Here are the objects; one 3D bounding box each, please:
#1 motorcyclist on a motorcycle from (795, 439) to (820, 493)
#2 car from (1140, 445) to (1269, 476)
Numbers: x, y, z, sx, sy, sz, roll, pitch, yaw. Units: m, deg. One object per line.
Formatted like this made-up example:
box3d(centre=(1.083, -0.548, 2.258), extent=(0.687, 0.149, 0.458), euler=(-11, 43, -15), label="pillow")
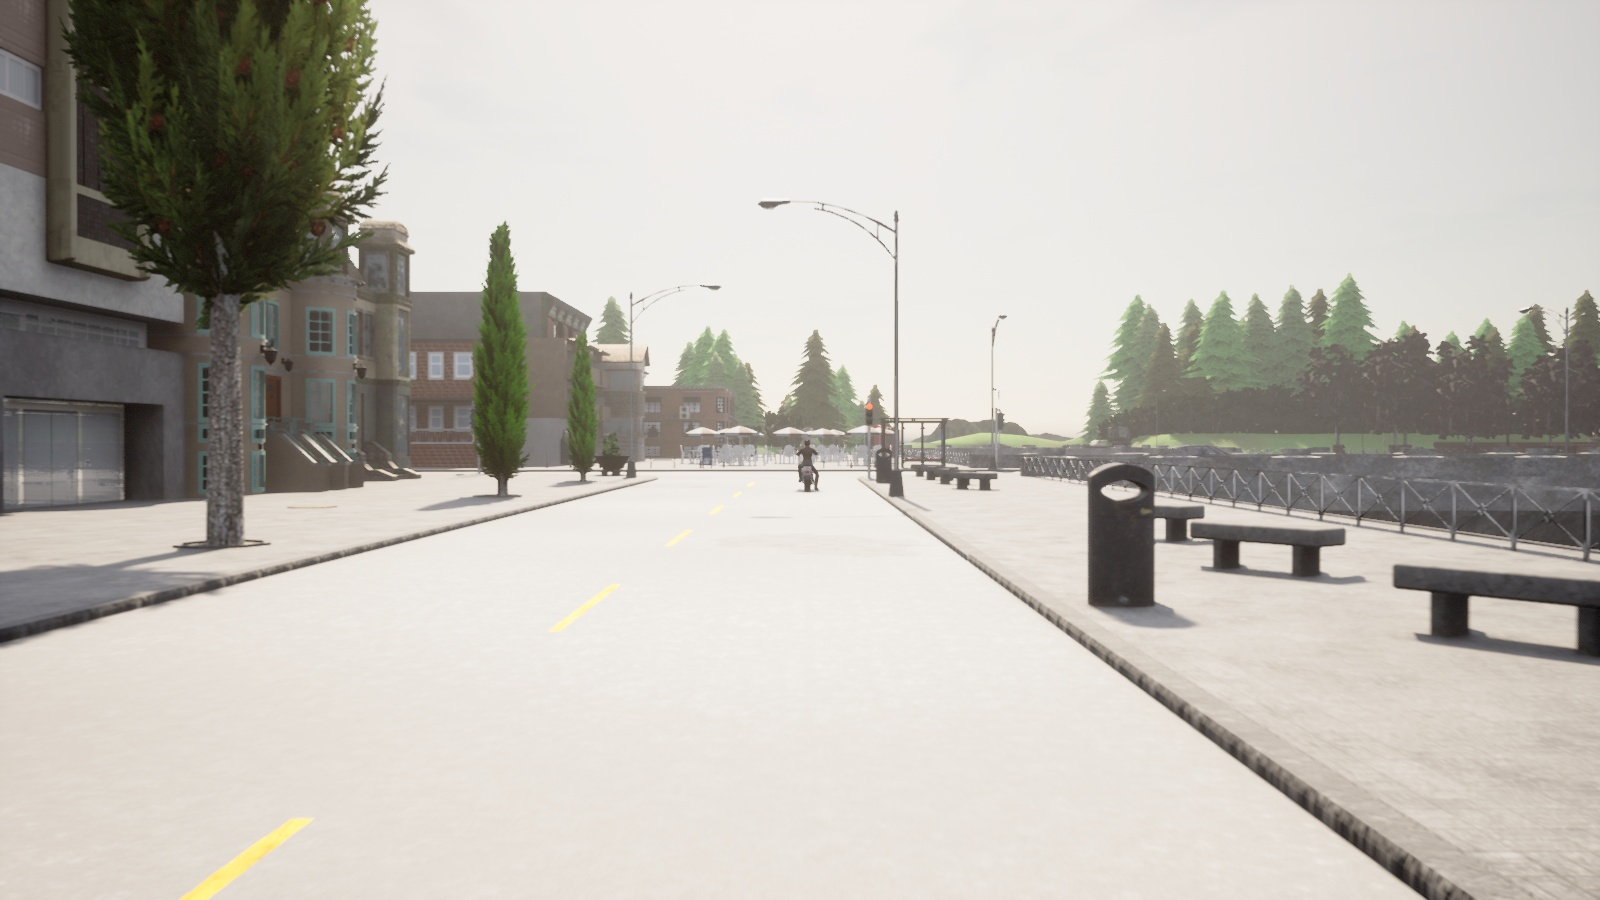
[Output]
box3d(centre=(0.233, 0.475, 39.323), extent=(0.766, 1.649, 2.350), euler=(0, 0, 0), label="motorcyclist on a motorcycle")
box3d(centre=(18.859, 0.478, 58.708), extent=(5.357, 1.411, 2.033), euler=(0, 0, 0), label="car")
